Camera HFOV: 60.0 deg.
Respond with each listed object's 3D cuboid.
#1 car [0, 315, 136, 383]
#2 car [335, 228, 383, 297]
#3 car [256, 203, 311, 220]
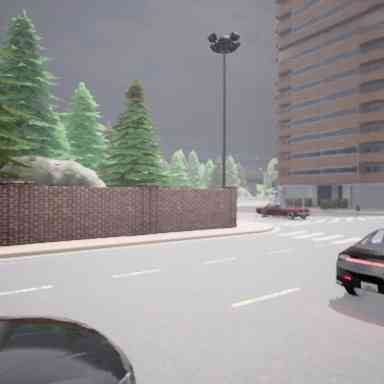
[{"bbox_3d":[-2.671,1.486,1.832,4.902,1.511,2.128,0,0,-36],"label":"car"},{"bbox_3d":[5.196,1.522,7.457,4.902,1.511,2.128,0,0,-36],"label":"car"},{"bbox_3d":[7.868,1.628,28.925,1.895,1.301,4.718,0,0,-35],"label":"car"}]
